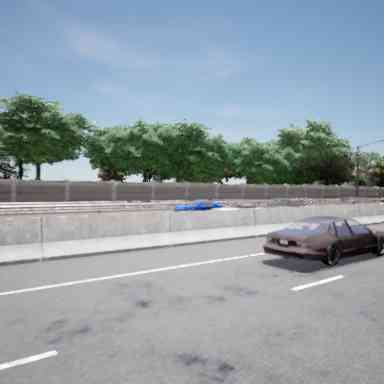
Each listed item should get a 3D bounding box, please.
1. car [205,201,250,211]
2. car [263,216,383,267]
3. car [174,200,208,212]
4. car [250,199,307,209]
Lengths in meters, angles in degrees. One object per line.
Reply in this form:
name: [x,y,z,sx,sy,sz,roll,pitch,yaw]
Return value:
car: [3.789,1.620,28.187,4.718,1.301,1.895,0,0,-35]
car: [4.826,1.559,11.479,5.357,1.411,2.033,0,0,-35]
car: [0.645,1.496,30.243,5.008,1.535,1.882,0,0,-35]
car: [7.140,1.373,26.275,4.553,1.767,2.097,0,0,-35]
